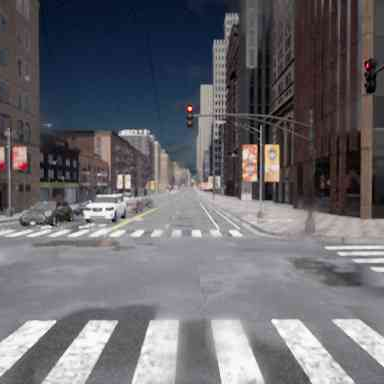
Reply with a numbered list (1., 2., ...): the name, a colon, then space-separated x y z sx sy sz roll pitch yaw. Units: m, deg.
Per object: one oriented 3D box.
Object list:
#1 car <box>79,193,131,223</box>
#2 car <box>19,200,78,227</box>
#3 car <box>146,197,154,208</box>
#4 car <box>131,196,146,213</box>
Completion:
1. car: -6.578 1.222 25.851 2.150 2.045 5.566 0 0 0
2. car: -9.840 1.350 22.806 2.097 1.767 4.553 0 0 0
3. car: -6.570 1.503 47.492 1.837 1.490 4.892 0 0 0
4. car: -6.584 1.525 36.456 1.812 1.442 4.674 0 0 0
